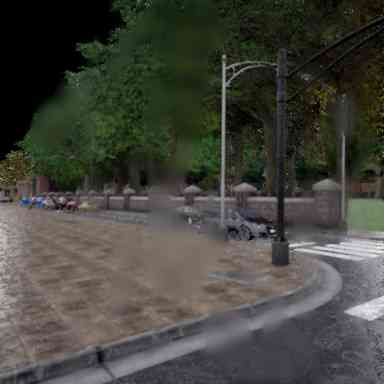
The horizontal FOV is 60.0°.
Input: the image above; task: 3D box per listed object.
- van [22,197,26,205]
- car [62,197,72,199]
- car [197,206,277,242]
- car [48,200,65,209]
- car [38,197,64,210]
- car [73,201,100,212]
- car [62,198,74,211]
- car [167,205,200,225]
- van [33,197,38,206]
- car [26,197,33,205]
[{"bbox_3d":[-39.877,2.199,80.404,1.690,1.788,3.998,0,-1,-35],"label":"van"},{"bbox_3d":[-20.053,1.768,52.553,2.192,1.841,5.009,0,-1,-35],"label":"car"},{"bbox_3d":[2.434,1.563,16.426,1.994,1.385,4.181,1,-1,-35],"label":"car"},{"bbox_3d":[-23.355,2.099,57.193,1.802,1.307,4.206,0,-1,-35],"label":"car"},{"bbox_3d":[-21.072,1.840,49.455,1.837,1.490,4.892,1,-1,-35],"label":"car"},{"bbox_3d":[-13.541,1.855,43.406,1.752,1.417,4.829,0,-1,-35],"label":"car"},{"bbox_3d":[-16.747,1.935,47.909,1.887,1.381,4.507,0,-1,-35],"label":"car"},{"bbox_3d":[-0.224,1.652,24.701,2.008,1.369,4.403,0,-1,-35],"label":"car"},{"bbox_3d":[-29.965,1.990,66.479,1.690,1.788,3.998,0,-1,-35],"label":"van"},{"bbox_3d":[-33.269,2.032,71.121,2.192,1.841,5.009,0,-1,-35],"label":"car"}]
